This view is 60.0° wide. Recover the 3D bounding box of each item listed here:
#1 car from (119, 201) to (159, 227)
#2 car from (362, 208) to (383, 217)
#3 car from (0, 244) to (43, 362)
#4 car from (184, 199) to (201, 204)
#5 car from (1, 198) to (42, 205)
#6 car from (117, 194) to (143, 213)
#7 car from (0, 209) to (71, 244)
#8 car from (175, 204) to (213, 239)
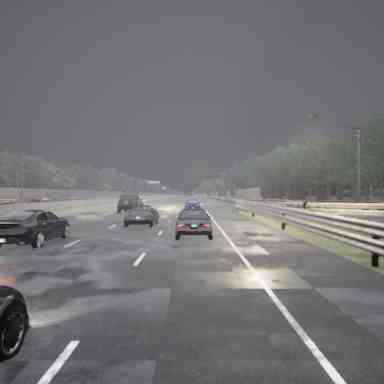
[{"bbox_3d":[-3.407,1.592,22.999,1.994,1.385,4.181,0,0,0],"label":"car"},{"bbox_3d":[17.490,1.654,29.447,1.895,1.301,4.718,0,-1,-21],"label":"car"},{"bbox_3d":[-3.401,1.566,3.271,1.994,1.385,4.181,0,0,0],"label":"car"},{"bbox_3d":[0.091,1.603,39.393,1.812,1.442,4.674,0,0,0],"label":"car"},{"bbox_3d":[-17.561,1.413,35.077,2.097,1.767,4.553,0,0,0],"label":"car"},{"bbox_3d":[-6.910,1.292,37.594,2.150,2.045,5.566,0,0,0],"label":"car"},{"bbox_3d":[-6.904,1.518,14.538,1.837,1.490,4.892,0,0,0],"label":"car"},{"bbox_3d":[0.095,1.564,17.500,2.033,1.411,5.357,0,0,0],"label":"car"}]
